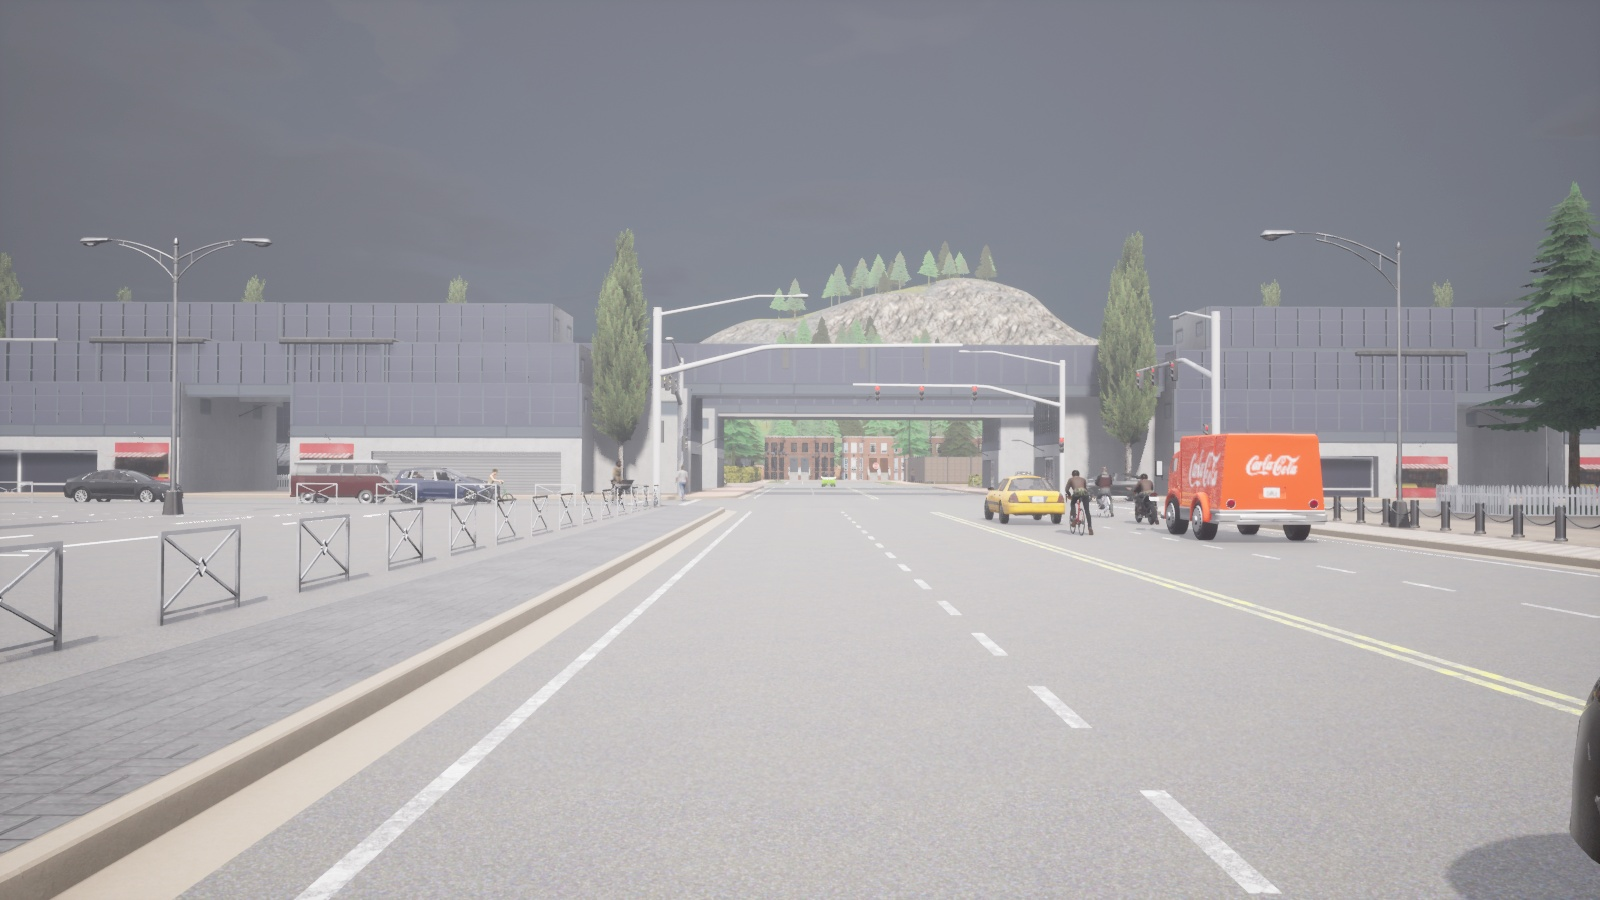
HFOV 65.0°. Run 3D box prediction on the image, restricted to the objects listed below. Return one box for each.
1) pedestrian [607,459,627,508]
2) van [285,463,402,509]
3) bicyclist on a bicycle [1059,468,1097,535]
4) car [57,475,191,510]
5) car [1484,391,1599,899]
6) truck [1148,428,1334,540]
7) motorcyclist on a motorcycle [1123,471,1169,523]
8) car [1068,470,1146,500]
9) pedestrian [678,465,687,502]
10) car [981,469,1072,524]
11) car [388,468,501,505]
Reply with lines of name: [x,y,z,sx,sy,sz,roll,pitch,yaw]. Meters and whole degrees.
pedestrian: [-7.333,1.347,50.435,0.692,1.930,0.396,0,-1,12]
van: [-19.907,1.566,54.868,4.442,1.987,1.775,0,-1,1]
bicyclist on a bicycle: [6.926,1.265,31.345,0.582,1.620,1.656,0,-1,0]
car: [-29.634,1.861,55.121,4.892,1.490,1.837,0,-1,2]
car: [3.494,0.611,1.896,2.152,1.651,5.027,0,-1,0]
truck: [10.424,0.793,30.231,2.627,2.467,5.204,0,-1,0]
motorcyclist on a motorcycle: [10.410,1.389,37.836,0.797,1.523,2.044,0,-1,0]
car: [16.008,1.827,65.544,3.705,1.549,1.789,0,-1,5]
pedestrian: [-5.931,1.690,63.587,0.354,1.836,0.706,0,-1,-14]
car: [6.909,1.376,38.809,1.801,1.575,5.366,0,-1,0]
car: [-16.446,1.701,58.287,4.611,1.667,2.242,0,-1,1]
